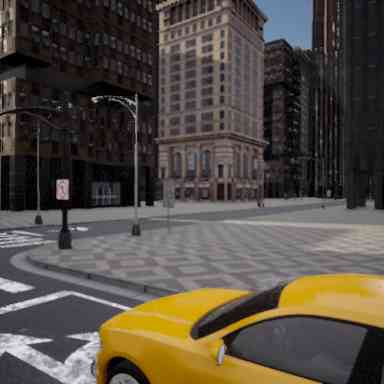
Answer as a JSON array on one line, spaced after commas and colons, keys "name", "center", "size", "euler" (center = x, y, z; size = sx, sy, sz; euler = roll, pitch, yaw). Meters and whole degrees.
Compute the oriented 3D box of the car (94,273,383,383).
[{"name": "car", "center": [1.273, 1.479, 2.778], "size": [5.008, 1.535, 1.882], "euler": [0, 0, 35]}]
